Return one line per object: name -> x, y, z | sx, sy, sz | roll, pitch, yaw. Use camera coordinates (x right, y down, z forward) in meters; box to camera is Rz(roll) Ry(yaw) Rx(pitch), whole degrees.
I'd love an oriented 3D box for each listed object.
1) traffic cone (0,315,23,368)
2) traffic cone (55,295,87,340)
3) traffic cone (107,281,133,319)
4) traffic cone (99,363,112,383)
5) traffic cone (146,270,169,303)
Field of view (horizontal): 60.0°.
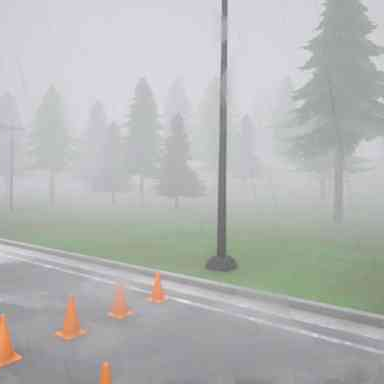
traffic cone -> -2.445, 1.889, 4.313 | 0.340, 0.580, 0.340 | 1, 1, 36
traffic cone -> -1.862, 1.889, 5.126 | 0.340, 0.580, 0.340 | 1, 1, 36
traffic cone -> -1.280, 1.889, 5.939 | 0.340, 0.580, 0.340 | 1, 1, 36
traffic cone -> -0.819, 1.919, 3.148 | 0.340, 0.580, 0.340 | 1, 1, 36
traffic cone -> -0.698, 1.889, 6.752 | 0.340, 0.580, 0.340 | 1, 1, 36
